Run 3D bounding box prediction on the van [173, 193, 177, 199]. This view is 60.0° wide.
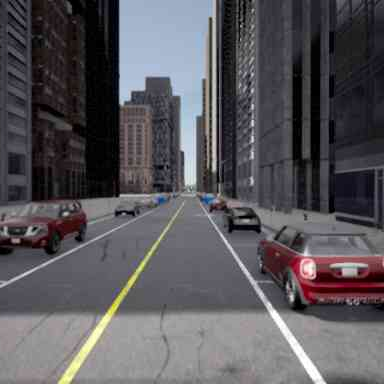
[{"bbox_3d":[-5.784,1.038,92.364,1.690,1.788,3.998,0,0,0],"label":"van"}]

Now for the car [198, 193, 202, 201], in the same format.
[{"bbox_3d":[2.747,1.354,69.807,1.802,1.307,4.206,0,0,0],"label":"car"}]

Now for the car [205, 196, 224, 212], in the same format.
[{"bbox_3d":[2.753,1.427,35.963,1.887,1.381,4.507,0,0,0],"label":"car"}]

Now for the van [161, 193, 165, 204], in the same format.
[{"bbox_3d":[-5.776,1.169,52.878,1.690,1.788,3.998,0,0,0],"label":"van"}]

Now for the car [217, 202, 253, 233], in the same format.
[{"bbox_3d":[2.756,1.503,19.041,1.947,1.339,4.313,0,0,0],"label":"car"}]

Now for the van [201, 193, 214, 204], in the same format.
[{"bbox_3d":[2.749,1.168,52.884,1.690,1.788,3.998,0,0,0],"label":"van"}]

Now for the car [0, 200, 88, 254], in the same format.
[{"bbox_3d":[-5.769,1.272,13.393,2.192,1.841,5.009,0,0,0],"label":"car"}]

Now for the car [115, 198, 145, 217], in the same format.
[{"bbox_3d":[-5.771,1.468,30.316,1.947,1.339,4.313,0,0,0],"label":"car"}]

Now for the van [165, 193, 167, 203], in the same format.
[{"bbox_3d":[-5.777,1.151,58.518,1.690,1.788,3.998,0,0,0],"label":"van"}]

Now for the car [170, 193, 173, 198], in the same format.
[{"bbox_3d":[-5.780,1.088,69.801,2.192,1.841,5.009,0,0,0],"label":"car"}]

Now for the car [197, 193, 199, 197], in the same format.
[{"bbox_3d":[2.746,1.335,75.448,1.802,1.307,4.206,0,0,0],"label":"car"}]

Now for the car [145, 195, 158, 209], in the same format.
[{"bbox_3d":[-5.773,1.416,41.597,2.008,1.369,4.403,0,0,0],"label":"car"}]

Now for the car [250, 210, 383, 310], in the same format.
[{"bbox_3d":[2.758,1.414,7.759,1.967,1.590,4.097,0,0,0],"label":"car"}]

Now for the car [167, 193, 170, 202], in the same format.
[{"bbox_3d":[-5.778,1.231,64.159,1.967,1.590,4.097,0,0,0],"label":"car"}]

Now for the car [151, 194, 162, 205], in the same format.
[{"bbox_3d":[-5.774,1.372,47.068,1.752,1.417,4.829,0,0,0],"label":"car"}]
